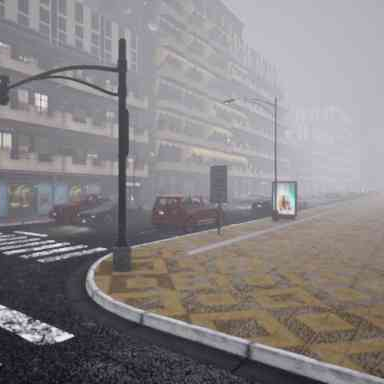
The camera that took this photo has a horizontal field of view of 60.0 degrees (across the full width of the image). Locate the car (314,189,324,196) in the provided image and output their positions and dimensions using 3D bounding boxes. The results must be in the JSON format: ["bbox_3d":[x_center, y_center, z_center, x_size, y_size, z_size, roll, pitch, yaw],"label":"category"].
[{"bbox_3d":[28.000,-0.029,72.410,1.967,1.590,4.097,2,2,35],"label":"car"}]

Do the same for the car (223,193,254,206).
[{"bbox_3d":[5.742,0.824,40.607,2.008,1.369,4.403,2,2,35],"label":"car"}]

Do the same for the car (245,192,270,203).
[{"bbox_3d":[8.921,0.750,45.151,1.802,1.307,4.206,2,2,35],"label":"car"}]

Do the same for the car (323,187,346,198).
[{"bbox_3d":[24.697,0.377,57.622,1.994,1.385,4.181,0,1,35],"label":"car"}]

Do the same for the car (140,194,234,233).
[{"bbox_3d":[-0.075,1.023,17.671,2.192,1.841,5.009,1,2,35],"label":"car"}]

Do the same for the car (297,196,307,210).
[{"bbox_3d":[9.465,0.962,31.312,1.947,1.339,4.313,1,2,35],"label":"car"}]

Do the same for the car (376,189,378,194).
[{"bbox_3d":[44.450,-0.223,81.304,2.008,1.369,4.403,1,2,35],"label":"car"}]

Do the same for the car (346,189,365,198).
[{"bbox_3d":[28.548,0.306,58.580,1.887,1.381,4.507,1,2,35],"label":"car"}]

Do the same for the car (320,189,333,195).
[{"bbox_3d":[31.180,-0.032,76.957,1.887,1.381,4.507,2,2,35],"label":"car"}]

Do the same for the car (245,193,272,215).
[{"bbox_3d":[6.284,1.067,26.767,1.947,1.339,4.313,1,2,35],"label":"car"}]

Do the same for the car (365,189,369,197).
[{"bbox_3d":[31.729,0.095,63.122,1.967,1.590,4.097,1,2,35],"label":"car"}]

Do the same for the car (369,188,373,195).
[{"bbox_3d":[34.909,0.093,67.670,1.887,1.381,4.507,1,2,35],"label":"car"}]

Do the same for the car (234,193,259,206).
[{"bbox_3d":[7.281,0.845,38.298,2.033,1.411,5.357,0,1,35],"label":"car"}]

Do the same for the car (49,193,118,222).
[{"bbox_3d":[-6.976,1.005,22.425,2.192,1.841,5.009,2,2,35],"label":"car"}]

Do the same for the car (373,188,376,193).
[{"bbox_3d":[38.089,-0.014,72.215,1.887,1.381,4.507,1,2,35],"label":"car"}]

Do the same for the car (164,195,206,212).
[{"bbox_3d":[-0.618,1.065,31.520,1.802,1.307,4.206,2,2,35],"label":"car"}]

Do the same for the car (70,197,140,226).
[{"bbox_3d":[-4.638,1.236,21.256,2.033,1.411,5.357,0,1,36],"label":"car"}]

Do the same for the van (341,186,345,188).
[{"bbox_3d":[37.541,-0.451,86.039,1.690,1.788,3.998,2,2,35],"label":"van"}]
